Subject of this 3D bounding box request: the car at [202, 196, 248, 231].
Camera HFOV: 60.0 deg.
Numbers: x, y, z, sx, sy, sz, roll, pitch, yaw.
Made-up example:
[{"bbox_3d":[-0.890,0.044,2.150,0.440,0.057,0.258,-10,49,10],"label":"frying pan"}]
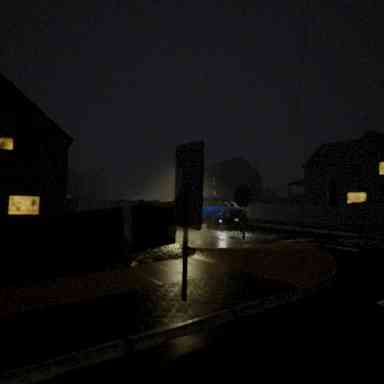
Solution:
[{"bbox_3d":[1.211,1.237,21.032,2.150,2.045,5.566,2,-2,-28],"label":"car"}]
